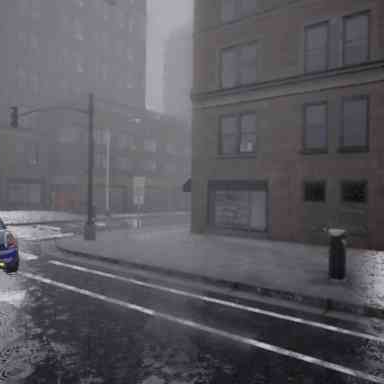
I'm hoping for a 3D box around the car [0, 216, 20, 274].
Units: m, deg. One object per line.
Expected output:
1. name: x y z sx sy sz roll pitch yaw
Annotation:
1. car: -6.421 1.206 9.305 2.097 1.767 4.553 1 0 -40
